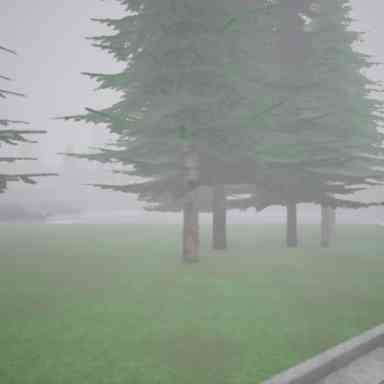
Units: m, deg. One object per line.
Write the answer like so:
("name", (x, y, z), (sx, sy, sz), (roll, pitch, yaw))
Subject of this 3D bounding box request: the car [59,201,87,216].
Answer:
("car", (-13.113, 1.561, 32.430), (5.357, 1.411, 2.033), (0, 0, 3))

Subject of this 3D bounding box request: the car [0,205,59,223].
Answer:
("car", (-13.444, 1.564, 25.438), (5.357, 1.411, 2.033), (0, 0, 3))
